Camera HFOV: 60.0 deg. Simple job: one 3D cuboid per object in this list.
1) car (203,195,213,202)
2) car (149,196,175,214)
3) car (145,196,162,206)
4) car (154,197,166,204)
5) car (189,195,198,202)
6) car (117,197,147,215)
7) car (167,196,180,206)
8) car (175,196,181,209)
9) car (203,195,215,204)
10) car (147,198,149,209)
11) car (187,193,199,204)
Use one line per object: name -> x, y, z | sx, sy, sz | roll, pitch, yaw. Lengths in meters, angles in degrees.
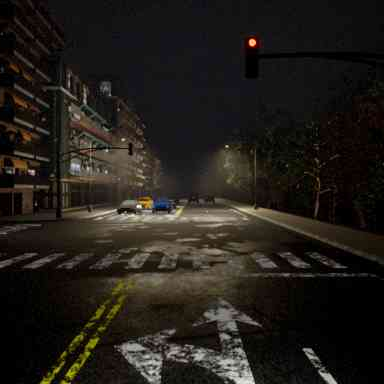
car -> 3.576, 1.498, 76.514 | 2.033, 1.411, 5.357 | 0, 0, 0
car -> -3.186, 1.482, 36.374 | 1.882, 1.535, 5.008 | 0, 0, 1
car -> -6.270, 1.504, 54.728 | 2.128, 1.511, 4.902 | 0, 0, 0
car -> -6.224, 1.620, 65.052 | 1.895, 1.301, 4.718 | 0, 0, 0
car -> 0.327, 1.483, 76.529 | 2.128, 1.511, 4.902 | 0, 0, 0
car -> -6.444, 1.552, 34.935 | 2.033, 1.411, 5.357 | 0, 0, 0
car -> -3.014, 1.518, 55.916 | 1.837, 1.490, 4.892 | 0, 0, 0
car -> -3.099, 1.500, 45.855 | 2.128, 1.511, 4.902 | 0, 0, 1
car -> 3.531, 1.525, 66.094 | 1.837, 1.490, 4.892 | 0, 0, 0
car -> -6.362, 1.485, 44.588 | 1.882, 1.535, 5.008 | 0, 0, 1
car -> 0.281, 1.242, 66.140 | 2.150, 2.045, 5.566 | 0, 0, 0
